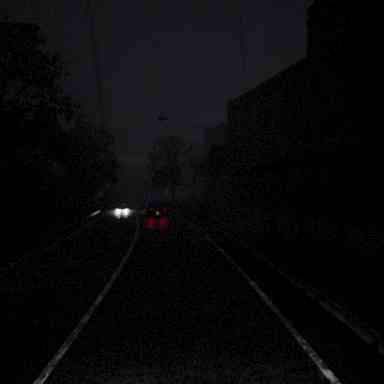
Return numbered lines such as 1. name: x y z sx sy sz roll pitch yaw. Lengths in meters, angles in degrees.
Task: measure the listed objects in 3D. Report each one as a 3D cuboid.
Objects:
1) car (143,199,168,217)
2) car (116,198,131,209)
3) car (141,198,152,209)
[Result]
1. car: -3.507 1.652 32.511 1.895 1.301 4.718 -1 0 -10
2. car: -9.988 1.666 48.537 2.128 1.511 4.902 -1 0 -9
3. car: -6.245 1.629 47.951 1.812 1.442 4.674 -1 0 -9
